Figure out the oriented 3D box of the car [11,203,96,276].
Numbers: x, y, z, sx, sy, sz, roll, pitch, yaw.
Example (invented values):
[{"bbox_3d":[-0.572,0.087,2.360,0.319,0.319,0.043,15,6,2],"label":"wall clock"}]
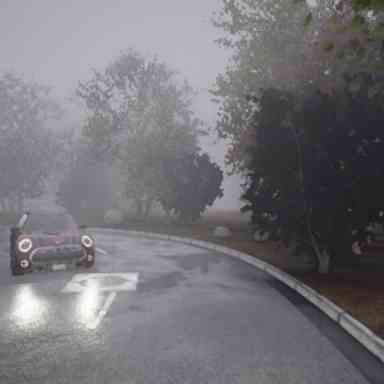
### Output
[{"bbox_3d":[-4.600,1.400,10.715,2.097,1.767,4.553,0,0,-30],"label":"car"}]
